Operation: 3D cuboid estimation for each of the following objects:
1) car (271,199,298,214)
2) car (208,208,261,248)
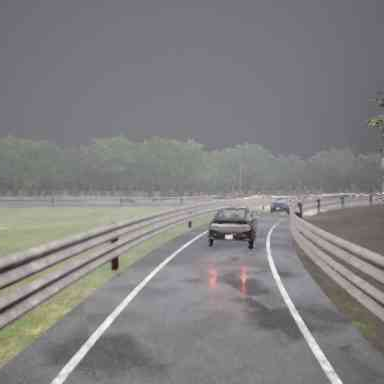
[{"bbox_3d":[9.351,1.386,33.699,1.812,1.442,4.674,0,1,30],"label":"car"},{"bbox_3d":[1.942,1.450,14.791,2.128,1.511,4.902,1,0,13],"label":"car"}]
